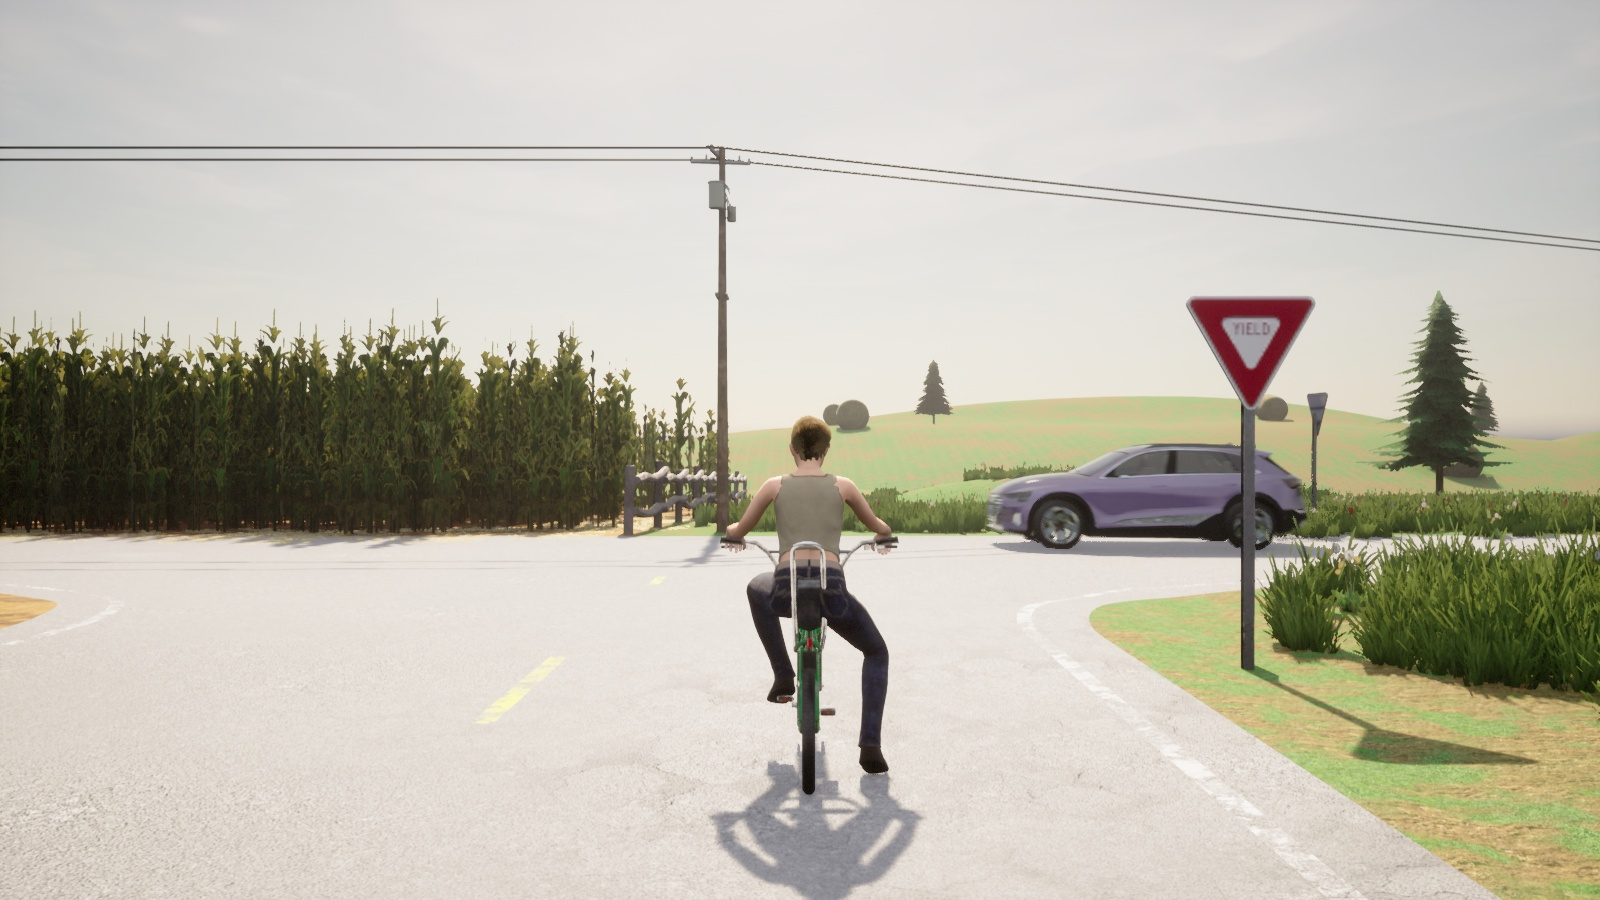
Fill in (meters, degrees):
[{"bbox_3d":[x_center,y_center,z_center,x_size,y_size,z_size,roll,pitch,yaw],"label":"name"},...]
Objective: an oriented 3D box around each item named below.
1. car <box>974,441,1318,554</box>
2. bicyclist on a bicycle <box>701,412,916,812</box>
[{"bbox_3d":[5.333,0.706,19.846,4.856,1.649,2.033,1,0,0],"label":"car"},{"bbox_3d":[0.042,0.650,5.814,0.866,1.612,1.509,0,0,1],"label":"bicyclist on a bicycle"}]
